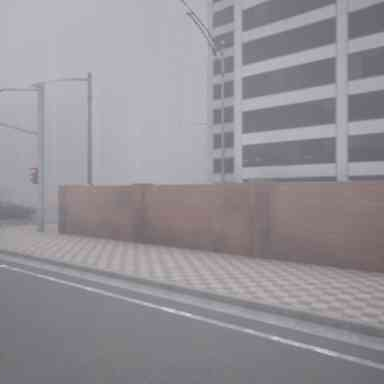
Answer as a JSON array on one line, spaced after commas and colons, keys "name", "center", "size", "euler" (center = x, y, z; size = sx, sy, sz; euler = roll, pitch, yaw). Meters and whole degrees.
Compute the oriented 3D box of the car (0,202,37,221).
[{"name": "car", "center": [-13.590, 1.489, 24.699], "size": [2.128, 1.511, 4.902], "euler": [0, 0, 33]}]
